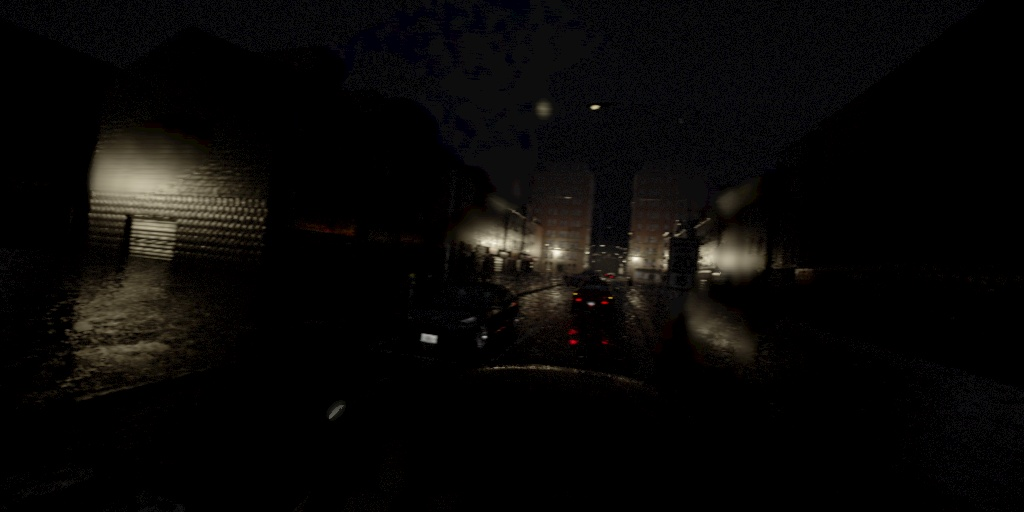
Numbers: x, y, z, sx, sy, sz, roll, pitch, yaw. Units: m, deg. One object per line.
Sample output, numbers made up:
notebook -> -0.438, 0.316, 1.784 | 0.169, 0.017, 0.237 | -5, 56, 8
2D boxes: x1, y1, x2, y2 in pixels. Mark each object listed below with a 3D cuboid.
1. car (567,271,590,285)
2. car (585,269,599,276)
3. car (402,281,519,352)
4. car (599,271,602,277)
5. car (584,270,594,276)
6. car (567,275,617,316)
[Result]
car -> 6.566, 2.488, 36.179 | 1.802, 1.307, 4.207 | 0, 0, 16
car -> 11.151, 2.920, 52.368 | 2.192, 1.841, 5.009 | 0, 0, 16
car -> -1.079, 1.344, 9.197 | 1.948, 1.339, 4.313 | 0, 0, 16
car -> 14.207, 3.397, 63.161 | 2.192, 1.841, 5.009 | 0, 0, 16
car -> 8.095, 2.687, 41.576 | 2.007, 1.370, 4.403 | 0, 0, 16
car -> 3.906, 1.862, 16.945 | 1.812, 1.442, 4.674 | 5, -1, 16
